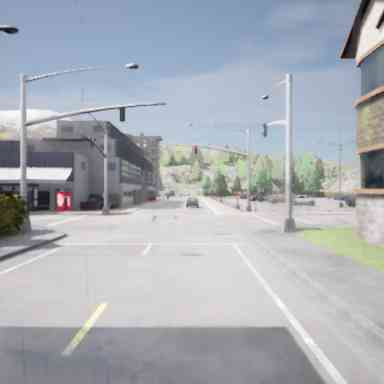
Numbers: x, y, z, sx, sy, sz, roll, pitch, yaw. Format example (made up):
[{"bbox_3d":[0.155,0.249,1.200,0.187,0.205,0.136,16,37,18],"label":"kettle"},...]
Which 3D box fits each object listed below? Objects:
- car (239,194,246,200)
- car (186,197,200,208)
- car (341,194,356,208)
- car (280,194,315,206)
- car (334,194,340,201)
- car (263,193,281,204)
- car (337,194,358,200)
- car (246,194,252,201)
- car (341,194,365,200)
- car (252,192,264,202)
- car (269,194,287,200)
[{"bbox_3d":[14.017,1.242,85.975,3.633,1.501,1.845,0,0,0],"label":"car"},{"bbox_3d":[0.078,1.468,46.797,2.033,1.411,5.357,0,0,0],"label":"car"},{"bbox_3d":[21.601,1.242,41.600,4.514,1.523,2.007,0,0,0],"label":"car"},{"bbox_3d":[14.558,1.170,45.273,3.806,1.475,1.970,0,0,0],"label":"car"},{"bbox_3d":[32.408,1.213,70.975,3.633,1.501,1.845,0,0,0],"label":"car"},{"bbox_3d":[14.243,1.080,51.690,5.027,1.636,2.152,0,0,0],"label":"car"},{"bbox_3d":[40.051,1.208,85.947,4.514,1.523,2.007,0,0,0],"label":"car"},{"bbox_3d":[13.853,0.997,67.391,4.605,1.855,1.932,0,0,0],"label":"car"},{"bbox_3d":[40.099,1.204,82.810,5.027,1.636,2.152,0,0,0],"label":"car"},{"bbox_3d":[14.261,0.982,64.485,3.866,1.878,1.905,0,0,0],"label":"car"},{"bbox_3d":[21.433,1.258,82.984,3.806,1.475,1.970,0,0,0],"label":"car"}]
